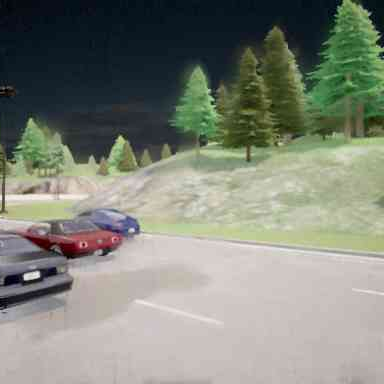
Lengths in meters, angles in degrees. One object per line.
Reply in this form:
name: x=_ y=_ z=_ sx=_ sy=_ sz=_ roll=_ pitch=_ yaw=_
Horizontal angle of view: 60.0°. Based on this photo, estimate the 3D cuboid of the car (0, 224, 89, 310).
car: x=-4.872 y=1.528 z=7.398 sx=5.357 sy=1.411 sz=2.033 roll=0 pitch=0 yaw=36

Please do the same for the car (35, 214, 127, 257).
car: x=-4.692 y=1.576 z=11.593 sx=4.718 sy=1.301 sz=1.895 roll=0 pitch=0 yaw=36

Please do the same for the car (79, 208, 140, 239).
car: x=-4.476 y=1.495 z=15.751 sx=4.674 sy=1.442 sz=1.812 roll=0 pitch=0 yaw=36
